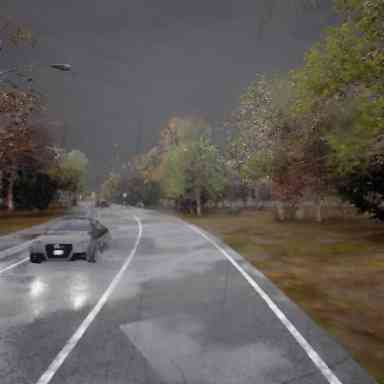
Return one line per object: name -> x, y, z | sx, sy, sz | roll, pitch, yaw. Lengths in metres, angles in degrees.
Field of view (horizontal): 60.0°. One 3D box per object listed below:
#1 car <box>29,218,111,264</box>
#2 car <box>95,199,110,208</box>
car -> -4.180, 1.636, 12.002 | 1.994, 1.385, 4.181 | 0, 0, -5
car -> -14.314, 1.756, 53.247 | 1.994, 1.385, 4.181 | 2, -1, -22
